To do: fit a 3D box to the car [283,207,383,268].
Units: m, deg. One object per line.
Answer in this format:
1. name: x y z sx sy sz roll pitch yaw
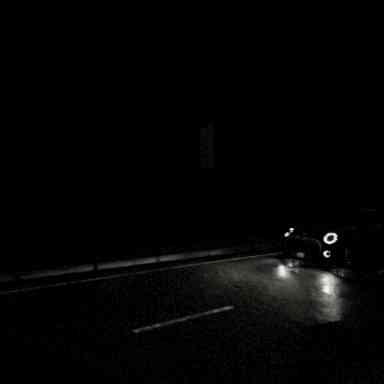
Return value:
1. car: 5.263 1.343 11.340 4.553 1.767 2.097 0 0 -30
